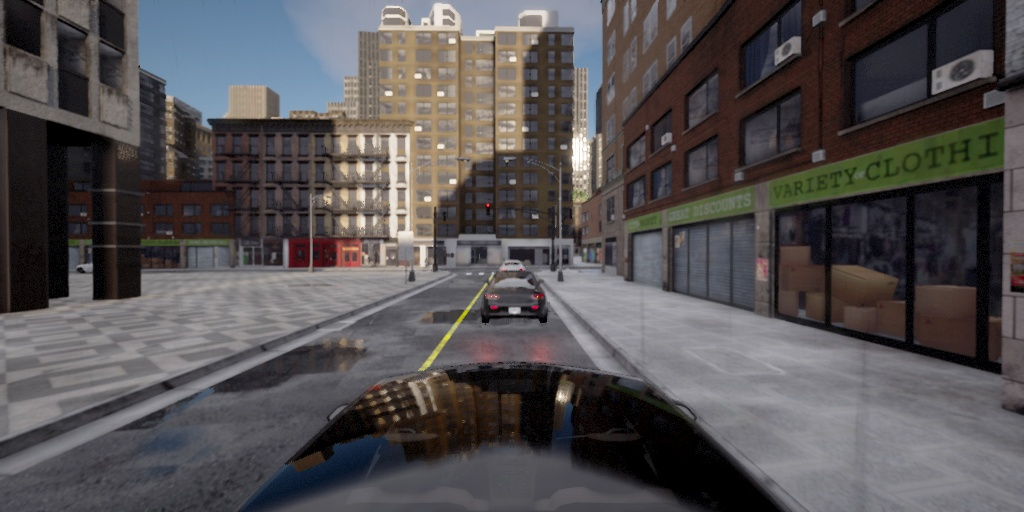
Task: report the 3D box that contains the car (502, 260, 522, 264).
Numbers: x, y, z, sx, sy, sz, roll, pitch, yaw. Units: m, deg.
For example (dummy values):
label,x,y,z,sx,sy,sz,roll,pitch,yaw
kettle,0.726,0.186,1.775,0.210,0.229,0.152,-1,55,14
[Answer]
label,x,y,z,sx,sy,sz,roll,pitch,yaw
car,-0.001,0.987,24.539,1.812,1.442,4.674,0,1,-2

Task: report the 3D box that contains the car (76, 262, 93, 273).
label,x,y,z,sx,sy,sz,roll,pitch,yaw
car,-44.654,1.122,39.226,4.674,1.442,1.812,0,1,-1

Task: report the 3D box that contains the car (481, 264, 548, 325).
label,x,y,z,sx,sy,sz,roll,pitch,yaw
car,0.060,1.158,11.238,1.812,1.442,4.674,0,1,0

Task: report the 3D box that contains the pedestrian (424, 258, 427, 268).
label,x,y,z,sx,sy,sz,roll,pitch,yaw
pedestrian,-10.326,0.463,42.878,0.375,1.860,0.375,0,1,-1
